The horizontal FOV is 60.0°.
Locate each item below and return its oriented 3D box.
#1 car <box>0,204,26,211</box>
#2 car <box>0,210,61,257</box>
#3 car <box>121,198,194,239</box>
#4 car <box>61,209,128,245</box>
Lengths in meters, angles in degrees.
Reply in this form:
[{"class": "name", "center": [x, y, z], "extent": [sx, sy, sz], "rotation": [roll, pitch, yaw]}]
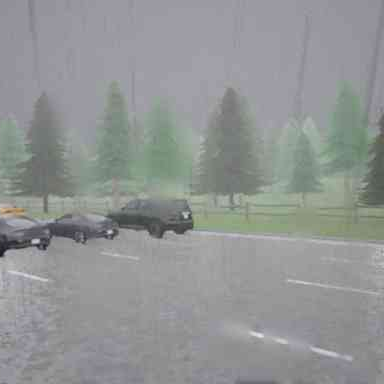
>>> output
[{"class": "car", "center": [-16.061, 1.780, 28.261], "extent": [5.008, 1.535, 1.882], "rotation": [0, 0, 36]}, {"class": "car", "center": [-7.636, 1.670, 13.644], "extent": [4.674, 1.442, 1.812], "rotation": [0, 0, 36]}, {"class": "car", "center": [-2.488, 1.356, 18.553], "extent": [5.566, 2.045, 2.150], "rotation": [0, 0, 36]}, {"class": "car", "center": [-5.603, 1.670, 16.493], "extent": [4.674, 1.442, 1.812], "rotation": [0, 0, 36]}]
